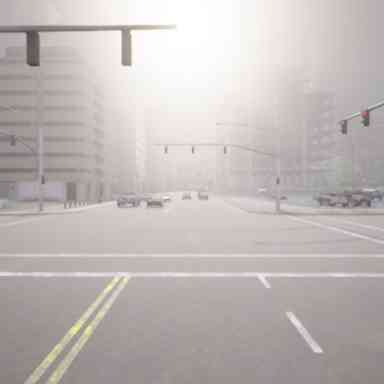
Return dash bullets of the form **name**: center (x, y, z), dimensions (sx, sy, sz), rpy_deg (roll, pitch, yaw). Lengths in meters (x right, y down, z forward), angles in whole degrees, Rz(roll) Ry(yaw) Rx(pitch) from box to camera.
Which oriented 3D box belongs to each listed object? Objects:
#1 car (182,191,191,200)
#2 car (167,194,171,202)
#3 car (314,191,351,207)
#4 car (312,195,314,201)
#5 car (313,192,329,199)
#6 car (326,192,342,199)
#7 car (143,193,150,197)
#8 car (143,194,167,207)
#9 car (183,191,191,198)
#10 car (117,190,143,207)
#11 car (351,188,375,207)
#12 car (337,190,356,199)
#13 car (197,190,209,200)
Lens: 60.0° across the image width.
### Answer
- **car**: center (-1.111, 0.947, 69.250), dimensions (1.895, 1.301, 4.718), rpy_deg (0, 1, 0)
- **car**: center (-4.575, 1.007, 57.838), dimensions (2.033, 1.411, 5.357), rpy_deg (0, 1, 0)
- **car**: center (16.636, 0.782, 39.672), dimensions (1.932, 1.855, 4.605), rpy_deg (0, 1, 0)
- **car**: center (22.181, 0.861, 57.103), dimensions (1.970, 1.475, 3.806), rpy_deg (0, 1, 0)
- **car**: center (27.901, 0.720, 72.223), dimensions (1.970, 1.475, 3.806), rpy_deg (0, 1, 0)
- **car**: center (30.796, 0.688, 72.231), dimensions (1.784, 1.438, 3.905), rpy_deg (0, 1, 0)
- **car**: center (-8.084, 0.955, 58.840), dimensions (1.837, 1.490, 4.892), rpy_deg (0, 1, 0)
- **car**: center (-4.514, 1.213, 41.405), dimensions (1.895, 1.301, 4.718), rpy_deg (0, 1, 0)
- **car**: center (-1.172, 0.572, 78.318), dimensions (1.882, 1.535, 5.008), rpy_deg (0, 1, 0)
- **car**: center (-8.016, 0.826, 42.404), dimensions (2.150, 2.045, 5.566), rpy_deg (0, 0, 0)
- **car**: center (19.530, 0.785, 39.626), dimensions (1.905, 1.878, 3.866), rpy_deg (0, 1, 0)
- **car**: center (33.480, 0.477, 72.288), dimensions (1.932, 1.855, 4.605), rpy_deg (0, 1, 0)
- **car**: center (2.394, 0.836, 68.569), dimensions (1.882, 1.535, 5.008), rpy_deg (0, 1, 0)
